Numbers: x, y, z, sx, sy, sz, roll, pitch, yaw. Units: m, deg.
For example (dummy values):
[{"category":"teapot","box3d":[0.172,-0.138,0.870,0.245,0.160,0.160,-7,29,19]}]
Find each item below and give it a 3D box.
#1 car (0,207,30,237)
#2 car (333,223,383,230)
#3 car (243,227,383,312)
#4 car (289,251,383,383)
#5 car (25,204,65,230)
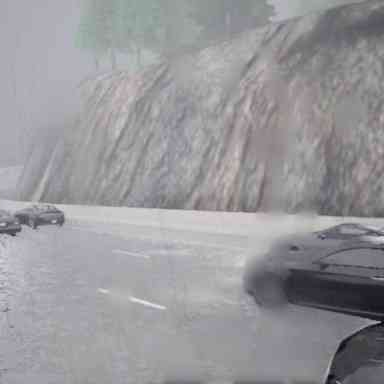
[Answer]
[{"category":"car","box3d":[-10.817,1.602,17.506,5.357,1.411,2.033,0,0,42]},{"category":"car","box3d":[4.430,1.588,9.550,4.181,1.385,1.994,0,0,36]},{"category":"car","box3d":[3.230,1.541,6.080,4.674,1.442,1.812,0,0,36]},{"category":"car","box3d":[3.295,1.496,1.724,4.902,1.511,2.128,0,0,35]},{"category":"car","box3d":[-10.053,1.557,21.610,4.902,1.511,2.128,0,0,43]}]
